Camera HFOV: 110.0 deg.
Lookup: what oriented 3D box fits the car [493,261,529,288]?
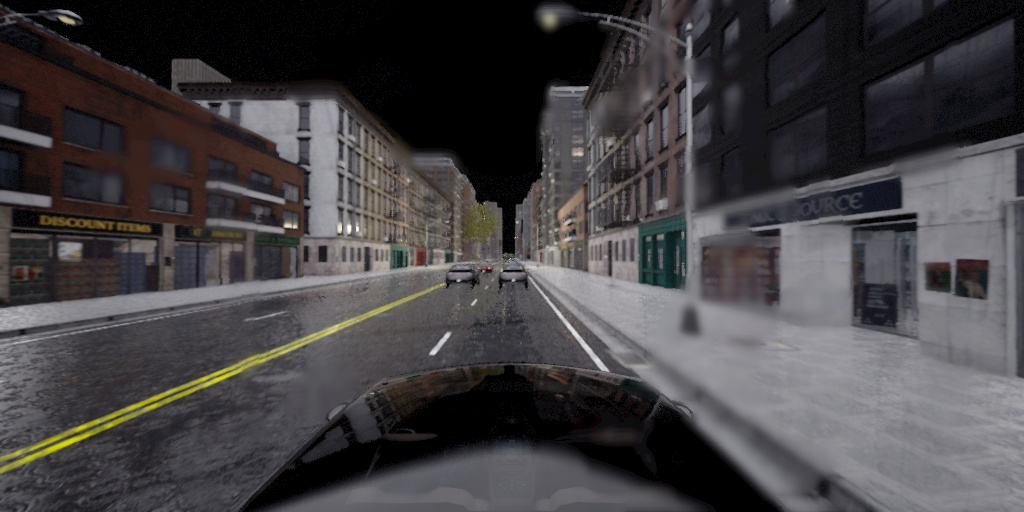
[{"bbox_3d":[0.099,1.251,24.052,2.128,1.511,4.902,0,0,0],"label":"car"}]

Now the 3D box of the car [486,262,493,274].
[{"bbox_3d":[-3.150,1.379,42.429,1.895,1.301,4.718,0,0,0],"label":"car"}]

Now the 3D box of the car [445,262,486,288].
[{"bbox_3d":[-3.150,1.251,23.725,2.128,1.511,4.902,0,0,0],"label":"car"}]
